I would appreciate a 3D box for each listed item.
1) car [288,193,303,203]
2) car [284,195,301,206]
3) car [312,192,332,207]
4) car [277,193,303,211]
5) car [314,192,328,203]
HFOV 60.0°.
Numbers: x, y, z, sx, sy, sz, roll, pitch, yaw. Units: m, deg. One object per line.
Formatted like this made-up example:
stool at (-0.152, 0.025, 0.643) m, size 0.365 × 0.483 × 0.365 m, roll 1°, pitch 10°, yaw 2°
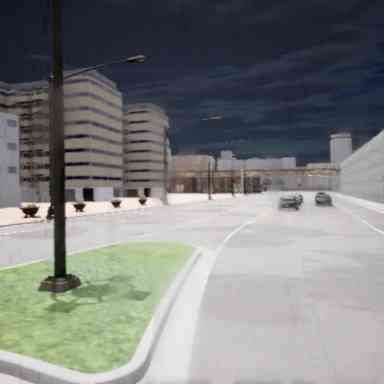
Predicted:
car at (15.686, 0.883, 50.331) m, size 1.994 × 1.385 × 4.181 m, roll 0°, pitch 1°, yaw 19°
car at (12.757, 1.034, 42.045) m, size 1.895 × 1.301 × 4.718 m, roll 0°, pitch 1°, yaw 19°
car at (15.769, 0.924, 40.064) m, size 2.128 × 1.511 × 4.902 m, roll 0°, pitch 1°, yaw 19°
car at (9.659, 1.046, 33.183) m, size 2.128 × 1.511 × 4.902 m, roll 0°, pitch 1°, yaw 20°
car at (19.240, 0.802, 49.884) m, size 1.837 × 1.490 × 4.892 m, roll 0°, pitch 1°, yaw 19°
